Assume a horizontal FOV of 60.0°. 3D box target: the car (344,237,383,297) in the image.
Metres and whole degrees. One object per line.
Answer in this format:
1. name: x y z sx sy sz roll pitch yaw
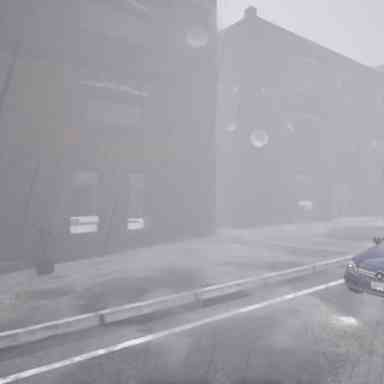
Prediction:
1. car: 5.363 1.471 7.522 4.674 1.442 1.812 0 0 -36
